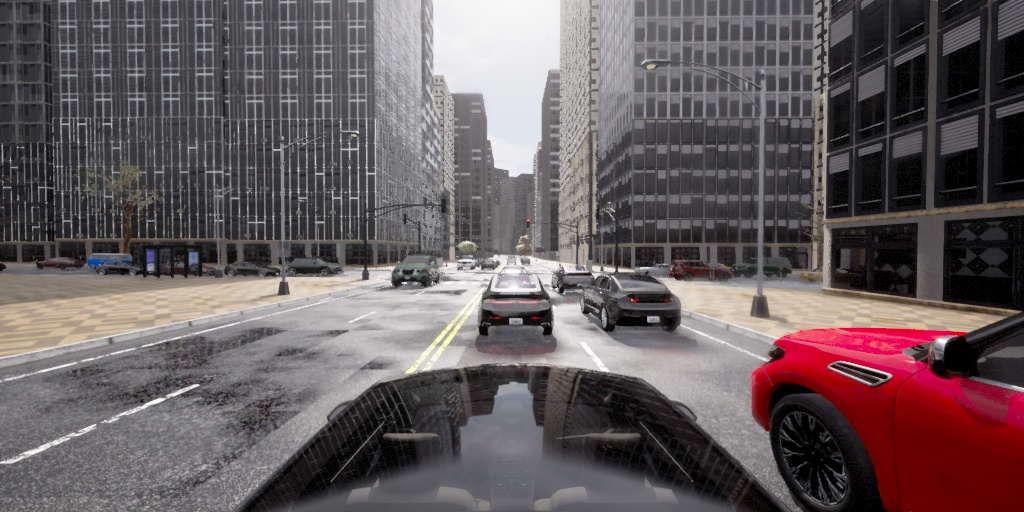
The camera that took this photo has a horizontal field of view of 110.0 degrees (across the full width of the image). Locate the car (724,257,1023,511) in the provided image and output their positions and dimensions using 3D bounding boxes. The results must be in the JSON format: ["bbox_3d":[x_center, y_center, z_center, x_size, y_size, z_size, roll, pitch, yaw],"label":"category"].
[{"bbox_3d":[3.349,0.972,1.024,2.150,2.045,5.566,0,0,0],"label":"car"}]

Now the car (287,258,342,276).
[{"bbox_3d":[-18.670,0.953,34.109,4.553,1.767,2.097,0,1,1],"label":"car"}]

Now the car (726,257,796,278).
[{"bbox_3d":[25.359,1.163,36.621,5.566,2.045,2.150,1,1,1],"label":"car"}]

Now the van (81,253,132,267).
[{"bbox_3d":[-45.332,0.605,40.421,3.998,1.789,1.690,0,0,1],"label":"van"}]

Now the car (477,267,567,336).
[{"bbox_3d":[0.090,1.238,10.393,2.128,1.511,4.902,0,0,0],"label":"car"}]

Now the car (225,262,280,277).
[{"bbox_3d":[-22.765,1.173,31.480,4.313,1.339,1.948,0,0,1],"label":"car"}]

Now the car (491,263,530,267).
[{"bbox_3d":[0.080,1.288,20.128,2.033,1.411,5.357,0,0,0],"label":"car"}]

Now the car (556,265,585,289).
[{"bbox_3d":[3.330,1.232,20.136,2.128,1.511,4.902,0,0,0],"label":"car"}]

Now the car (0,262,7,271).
[{"bbox_3d":[-52.314,0.799,34.834,4.892,1.490,1.837,0,1,1],"label":"car"}]

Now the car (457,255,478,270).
[{"bbox_3d":[-6.647,0.935,52.614,2.150,2.045,5.566,0,0,0],"label":"car"}]

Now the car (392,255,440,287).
[{"bbox_3d":[-6.345,0.960,24.466,2.150,2.045,5.566,1,0,-1],"label":"car"}]

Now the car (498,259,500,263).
[{"bbox_3d":[-3.400,1.267,61.752,1.994,1.385,4.181,0,0,0],"label":"car"}]

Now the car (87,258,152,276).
[{"bbox_3d":[-34.130,1.069,31.773,4.313,1.339,1.948,0,0,1],"label":"car"}]

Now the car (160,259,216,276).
[{"bbox_3d":[-28.450,1.138,31.606,4.207,1.307,1.802,0,0,1],"label":"car"}]

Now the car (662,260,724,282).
[{"bbox_3d":[16.160,1.269,30.997,5.009,1.841,2.192,0,0,1],"label":"car"}]

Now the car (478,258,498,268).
[{"bbox_3d":[-3.397,1.192,52.166,1.882,1.535,5.008,0,0,0],"label":"car"}]

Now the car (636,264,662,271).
[{"bbox_3d":[15.059,1.452,36.779,4.718,1.301,1.895,0,1,0],"label":"car"}]

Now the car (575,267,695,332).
[{"bbox_3d":[3.339,1.251,10.888,1.837,1.490,4.892,0,0,0],"label":"car"}]
